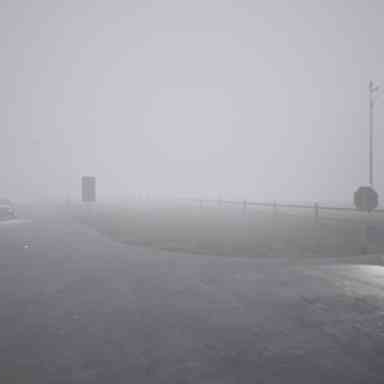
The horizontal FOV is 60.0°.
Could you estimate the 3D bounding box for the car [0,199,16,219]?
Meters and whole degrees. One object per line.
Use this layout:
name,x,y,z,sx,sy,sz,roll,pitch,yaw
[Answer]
car,-14.568,1.284,25.407,1.812,1.442,4.674,-1,1,-28
